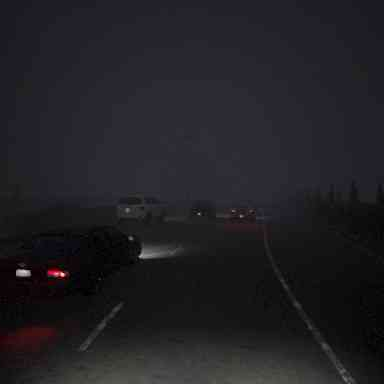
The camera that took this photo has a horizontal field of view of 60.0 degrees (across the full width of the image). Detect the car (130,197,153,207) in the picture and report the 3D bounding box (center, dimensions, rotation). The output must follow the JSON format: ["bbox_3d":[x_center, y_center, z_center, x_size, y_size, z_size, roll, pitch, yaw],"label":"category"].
[{"bbox_3d":[-8.179,1.595,54.425,2.128,1.511,4.902,0,0,12],"label":"car"}]

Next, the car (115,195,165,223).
[{"bbox_3d":[-3.614,1.235,24.109,2.150,2.045,5.566,0,0,12],"label":"car"}]

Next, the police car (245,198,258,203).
[{"bbox_3d":[7.162,1.603,41.665,2.038,1.542,4.974,0,0,12],"label":"police car"}]

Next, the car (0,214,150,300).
[{"bbox_3d":[-2.803,1.539,8.599,2.033,1.411,5.357,0,0,7],"label":"car"}]

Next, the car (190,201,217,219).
[{"bbox_3d":[1.081,1.544,29.537,1.837,1.490,4.892,0,0,12],"label":"car"}]

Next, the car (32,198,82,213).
[{"bbox_3d":[-10.540,1.492,26.191,2.128,1.511,4.902,0,0,12],"label":"car"}]

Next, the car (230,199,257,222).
[{"bbox_3d":[4.118,1.566,26.930,1.812,1.442,4.674,0,0,12],"label":"car"}]

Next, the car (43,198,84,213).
[{"bbox_3d":[-14.973,1.517,39.186,2.128,1.511,4.902,0,0,12],"label":"car"}]
